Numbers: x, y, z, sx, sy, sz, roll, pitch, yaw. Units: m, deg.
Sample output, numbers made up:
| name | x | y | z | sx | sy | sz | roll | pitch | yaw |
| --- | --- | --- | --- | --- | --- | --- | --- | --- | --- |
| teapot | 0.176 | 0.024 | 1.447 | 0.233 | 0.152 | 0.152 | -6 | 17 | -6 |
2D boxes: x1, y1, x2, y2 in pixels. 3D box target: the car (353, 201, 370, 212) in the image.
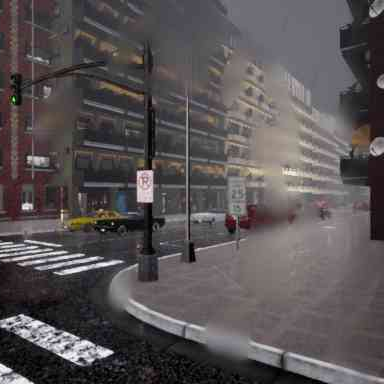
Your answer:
| name | x | y | z | sx | sy | sz | roll | pitch | yaw |
| --- | --- | --- | --- | --- | --- | --- | --- | --- | --- |
| car | 29.992 | 2.522 | 59.148 | 2.192 | 1.841 | 5.009 | -1 | -2 | 35 |

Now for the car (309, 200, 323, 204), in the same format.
| name | x | y | z | sx | sy | sz | roll | pitch | yaw |
| --- | --- | --- | --- | --- | --- | --- | --- | --- | --- |
| car | 23.122 | 2.770 | 63.881 | 1.887 | 1.381 | 4.507 | -1 | -2 | 35 |

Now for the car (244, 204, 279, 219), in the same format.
| name | x | y | z | sx | sy | sz | roll | pitch | yaw |
| --- | --- | --- | --- | --- | --- | --- | --- | --- | --- |
| car | 7.889 | 2.171 | 37.560 | 2.128 | 1.511 | 4.902 | 0 | -1 | 35 |

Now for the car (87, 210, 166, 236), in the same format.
| name | x | y | z | sx | sy | sz | roll | pitch | yaw |
| --- | --- | --- | --- | --- | --- | --- | --- | --- | --- |
| car | -3.830 | 1.911 | 20.841 | 1.895 | 1.301 | 4.718 | 0 | -1 | 35 |

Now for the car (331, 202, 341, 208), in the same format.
| name | x | y | z | sx | sy | sz | roll | pitch | yaw |
| --- | --- | --- | --- | --- | --- | --- | --- | --- | --- |
| car | 32.866 | 3.066 | 77.800 | 1.887 | 1.381 | 4.507 | -1 | -2 | 35 |

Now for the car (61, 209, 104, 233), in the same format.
| name | x | y | z | sx | sy | sz | roll | pitch | yaw |
| --- | --- | --- | --- | --- | --- | --- | --- | --- | --- |
| car | -6.209 | 1.834 | 21.984 | 1.752 | 1.417 | 4.829 | -1 | -2 | 35 |

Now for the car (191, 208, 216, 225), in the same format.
| name | x | y | z | sx | sy | sz | roll | pitch | yaw |
| --- | --- | --- | --- | --- | --- | --- | --- | --- | --- |
| car | 1.915 | 2.093 | 29.048 | 1.895 | 1.301 | 4.718 | 0 | -1 | 35 |

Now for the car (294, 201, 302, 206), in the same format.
| name | x | y | z | sx | sy | sz | roll | pitch | yaw |
| --- | --- | --- | --- | --- | --- | --- | --- | --- | --- |
| car | 16.624 | 2.340 | 54.607 | 2.192 | 1.841 | 5.009 | -1 | -2 | 35 |

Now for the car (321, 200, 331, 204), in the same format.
| name | x | y | z | sx | sy | sz | roll | pitch | yaw |
| --- | --- | --- | --- | --- | --- | --- | --- | --- | --- |
| car | 26.368 | 2.640 | 68.525 | 2.192 | 1.841 | 5.009 | -1 | -2 | 35 |

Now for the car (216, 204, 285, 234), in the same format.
| name | x | y | z | sx | sy | sz | roll | pitch | yaw |
| --- | --- | --- | --- | --- | --- | --- | --- | --- | --- |
| car | 4.009 | 1.711 | 22.033 | 2.192 | 1.841 | 5.009 | -1 | -2 | 35 |

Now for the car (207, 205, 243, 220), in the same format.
| name | x | y | z | sx | sy | sz | roll | pitch | yaw |
| --- | --- | --- | --- | --- | --- | --- | --- | --- | --- |
| car | 3.634 | 2.164 | 36.042 | 1.887 | 1.381 | 4.507 | -1 | -2 | 35 |

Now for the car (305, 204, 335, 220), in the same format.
| name | x | y | z | sx | sy | sz | roll | pitch | yaw |
| --- | --- | --- | --- | --- | --- | --- | --- | --- | --- |
| car | 13.755 | 2.284 | 35.944 | 1.802 | 1.307 | 4.206 | -1 | -2 | 35 |

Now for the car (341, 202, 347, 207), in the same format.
| name | x | y | z | sx | sy | sz | roll | pitch | yaw |
| --- | --- | --- | --- | --- | --- | --- | --- | --- | --- |
| car | 39.364 | 3.281 | 87.080 | 1.947 | 1.339 | 4.313 | -1 | -2 | 35 |

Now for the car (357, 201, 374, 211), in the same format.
| name | x | y | z | sx | sy | sz | roll | pitch | yaw |
| --- | --- | --- | --- | --- | --- | --- | --- | --- | --- |
| car | 33.241 | 2.621 | 63.788 | 2.192 | 1.841 | 5.009 | -1 | -2 | 35 |

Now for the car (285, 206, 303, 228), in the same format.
| name | x | y | z | sx | sy | sz | roll | pitch | yaw |
| --- | --- | --- | --- | --- | --- | --- | --- | --- | --- |
| car | 7.259 | 2.043 | 26.666 | 1.887 | 1.381 | 4.507 | -1 | -2 | 35 |

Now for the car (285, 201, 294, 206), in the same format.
| name | x | y | z | sx | sy | sz | roll | pitch | yaw |
| --- | --- | --- | --- | --- | --- | --- | --- | --- | --- |
| car | 13.279 | 2.446 | 49.822 | 1.752 | 1.417 | 4.829 | -1 | -2 | 35 |
